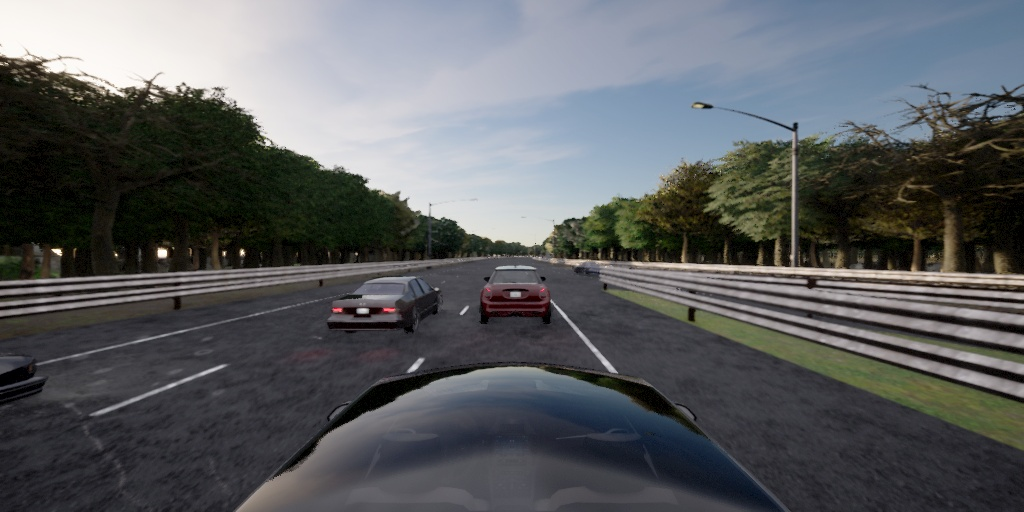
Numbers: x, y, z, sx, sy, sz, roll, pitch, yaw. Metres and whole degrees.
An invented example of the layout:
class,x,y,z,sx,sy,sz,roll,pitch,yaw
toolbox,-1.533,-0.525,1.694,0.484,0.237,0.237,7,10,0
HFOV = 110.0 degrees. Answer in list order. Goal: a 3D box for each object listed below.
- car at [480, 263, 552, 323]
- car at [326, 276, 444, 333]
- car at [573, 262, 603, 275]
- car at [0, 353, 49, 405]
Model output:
class,x,y,z,sx,sy,sz,roll,pitch,yaw
car,0.103,1.105,12.234,2.097,1.767,4.553,0,0,0
car,-3.396,1.300,10.677,2.033,1.411,5.357,0,0,0
car,8.327,1.355,39.377,2.033,1.411,5.357,0,0,-10
car,-6.905,1.298,2.066,2.033,1.411,5.357,0,0,0
